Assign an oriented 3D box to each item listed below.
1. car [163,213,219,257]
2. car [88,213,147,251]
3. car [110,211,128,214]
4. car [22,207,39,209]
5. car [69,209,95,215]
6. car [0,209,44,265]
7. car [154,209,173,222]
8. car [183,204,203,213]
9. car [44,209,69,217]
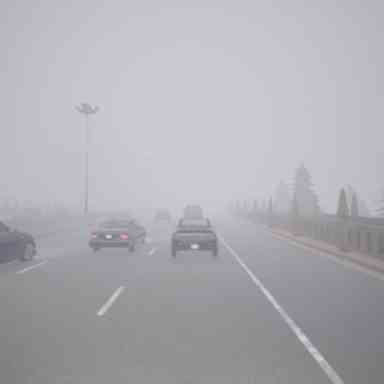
[{"bbox_3d":[0.103,1.848,14.461,2.128,1.511,4.902,0,-2,0],"label":"car"},{"bbox_3d":[-3.397,1.962,16.071,2.033,1.411,5.357,0,-2,0],"label":"car"},{"bbox_3d":[-6.893,2.528,31.739,2.033,1.411,5.357,0,-2,0],"label":"car"},{"bbox_3d":[-21.049,2.731,42.739,2.097,1.767,4.553,0,-2,0],"label":"car"},{"bbox_3d":[-14.042,2.940,43.751,1.812,1.442,4.674,0,-2,1],"label":"car"},{"bbox_3d":[-6.898,1.569,10.596,2.097,1.767,4.553,0,-2,0],"label":"car"},{"bbox_3d":[-3.392,2.760,39.721,2.128,1.511,4.902,0,-2,0],"label":"car"},{"bbox_3d":[0.109,2.445,38.475,2.150,2.045,5.566,0,-2,0],"label":"car"},{"bbox_3d":[-17.561,2.961,43.704,2.033,1.411,5.357,0,-2,0],"label":"car"}]
